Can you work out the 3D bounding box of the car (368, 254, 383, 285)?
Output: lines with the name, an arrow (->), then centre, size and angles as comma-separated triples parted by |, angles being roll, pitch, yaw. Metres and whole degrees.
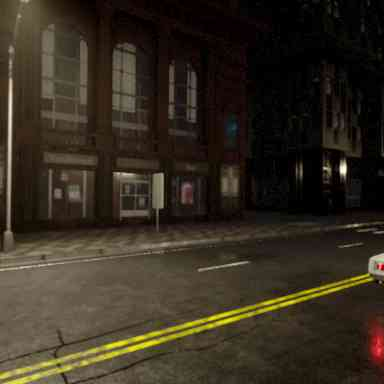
car -> 6.265, 1.654, 7.904 | 4.718, 1.301, 1.895 | 0, 0, -36
